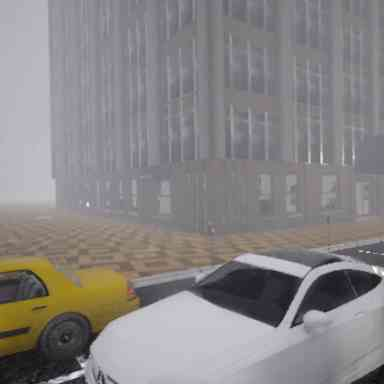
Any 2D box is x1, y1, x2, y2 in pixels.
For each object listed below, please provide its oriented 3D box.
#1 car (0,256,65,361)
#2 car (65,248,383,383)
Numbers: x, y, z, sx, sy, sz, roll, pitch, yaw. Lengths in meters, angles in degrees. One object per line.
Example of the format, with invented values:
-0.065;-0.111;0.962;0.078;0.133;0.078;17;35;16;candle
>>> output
-3.097;1.526;4.344;4.829;1.417;1.752;0;-1;-36;car
1.099;1.520;4.164;4.674;1.442;1.812;0;0;-36;car
